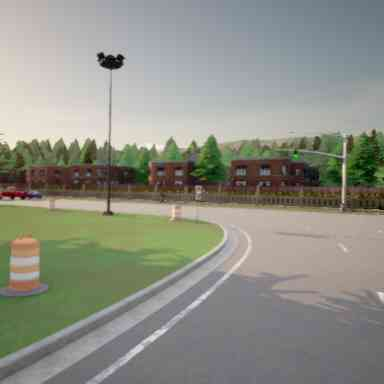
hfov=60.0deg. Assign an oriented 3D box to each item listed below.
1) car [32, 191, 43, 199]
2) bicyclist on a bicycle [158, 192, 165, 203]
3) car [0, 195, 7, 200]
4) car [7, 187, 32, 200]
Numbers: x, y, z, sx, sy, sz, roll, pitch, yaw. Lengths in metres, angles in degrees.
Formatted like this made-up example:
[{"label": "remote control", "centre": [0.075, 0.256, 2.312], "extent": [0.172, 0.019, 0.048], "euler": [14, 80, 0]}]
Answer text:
[{"label": "car", "centre": [-27.710, 0.489, 57.382], "extent": [4.674, 1.442, 1.812], "euler": [1, 1, 33]}, {"label": "bicyclist on a bicycle", "centre": [-4.328, 0.779, 47.656], "extent": [0.582, 1.620, 1.656], "euler": [1, 1, 32]}, {"label": "car", "centre": [-31.209, 0.307, 51.317], "extent": [4.553, 1.767, 2.097], "euler": [1, 1, 32]}, {"label": "car", "centre": [-29.135, 0.187, 54.146], "extent": [5.566, 2.045, 2.150], "euler": [1, 0, 32]}]
